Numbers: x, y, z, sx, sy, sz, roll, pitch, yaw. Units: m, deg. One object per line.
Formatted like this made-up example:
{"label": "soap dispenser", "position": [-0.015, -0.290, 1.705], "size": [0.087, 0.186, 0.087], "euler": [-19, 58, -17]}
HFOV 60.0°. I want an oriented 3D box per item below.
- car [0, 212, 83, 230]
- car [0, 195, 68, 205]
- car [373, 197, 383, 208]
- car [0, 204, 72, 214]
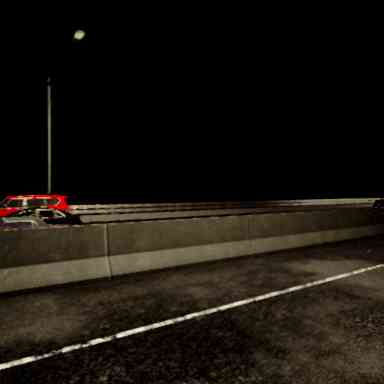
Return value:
{"label": "car", "position": [-6.704, 1.599, 12.107], "size": [4.718, 1.301, 1.895], "euler": [0, 0, -36]}
{"label": "car", "position": [-9.641, 1.219, 18.610], "size": [5.566, 2.045, 2.150], "euler": [0, 0, -35]}
{"label": "car", "position": [25.720, 1.454, 43.796], "size": [4.902, 1.511, 2.128], "euler": [0, 0, -35]}
{"label": "car", "position": [-7.693, 1.502, 15.701], "size": [4.892, 1.490, 1.837], "euler": [0, 0, -35]}
